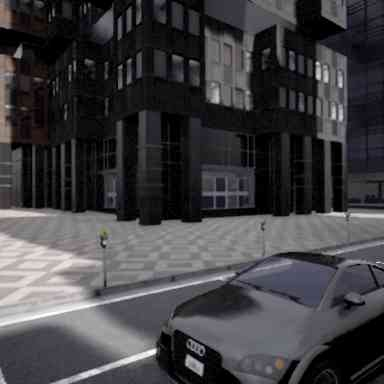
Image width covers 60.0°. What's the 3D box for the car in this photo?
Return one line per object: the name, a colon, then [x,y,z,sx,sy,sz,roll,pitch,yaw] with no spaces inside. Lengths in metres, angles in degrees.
car: [1.598,1.588,4.627,4.181,1.385,1.994,0,0,-38]
